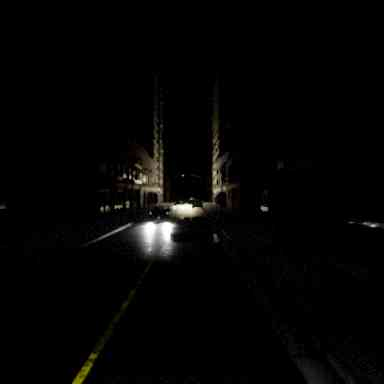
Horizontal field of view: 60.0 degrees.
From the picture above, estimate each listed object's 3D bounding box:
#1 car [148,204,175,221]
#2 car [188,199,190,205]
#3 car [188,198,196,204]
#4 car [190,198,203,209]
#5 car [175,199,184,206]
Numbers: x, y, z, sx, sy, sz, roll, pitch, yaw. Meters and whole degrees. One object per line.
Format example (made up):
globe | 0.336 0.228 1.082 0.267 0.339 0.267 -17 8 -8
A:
car | -2.841 1.913 30.643 1.895 1.301 4.718 0 -1 0
car | 0.017 2.239 77.385 1.994 1.385 4.181 0 -1 0
car | 0.020 2.478 93.858 2.128 1.511 4.902 0 -1 0
car | 0.975 2.132 58.023 1.812 1.442 4.674 0 -1 0
car | -2.734 2.218 71.044 1.837 1.490 4.892 0 -1 0
